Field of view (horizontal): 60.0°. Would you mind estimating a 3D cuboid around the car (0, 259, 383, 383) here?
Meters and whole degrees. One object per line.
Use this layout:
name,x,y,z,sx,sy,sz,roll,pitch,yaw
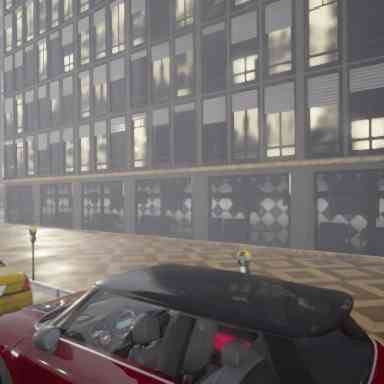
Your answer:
car,-0.349,1.440,3.143,4.097,1.590,1.967,0,-1,35
